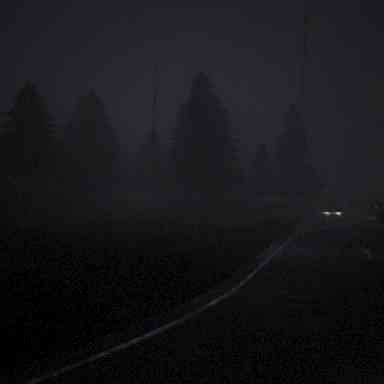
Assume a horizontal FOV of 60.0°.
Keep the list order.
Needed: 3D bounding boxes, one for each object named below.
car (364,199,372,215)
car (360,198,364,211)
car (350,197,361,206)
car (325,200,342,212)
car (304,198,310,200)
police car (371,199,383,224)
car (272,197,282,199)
[{"bbox_3d":[18.991,1.563,33.939,1.837,1.490,4.892,-1,0,24],"label":"car"},{"bbox_3d":[21.435,1.578,39.419,1.837,1.490,4.892,-1,0,24],"label":"car"},{"bbox_3d":[28.203,1.607,56.945,1.882,1.535,5.008,-1,0,24],"label":"car"},{"bbox_3d":[17.484,1.669,40.975,2.033,1.411,5.357,-1,0,24],"label":"car"},{"bbox_3d":[27.072,1.425,72.522,5.008,1.535,1.882,-1,0,25],"label":"car"},{"bbox_3d":[14.961,1.459,24.908,1.930,1.638,5.238,-1,0,24],"label":"police car"},{"bbox_3d":[21.538,1.601,84.283,1.905,1.878,3.866,-1,0,-7],"label":"car"}]
